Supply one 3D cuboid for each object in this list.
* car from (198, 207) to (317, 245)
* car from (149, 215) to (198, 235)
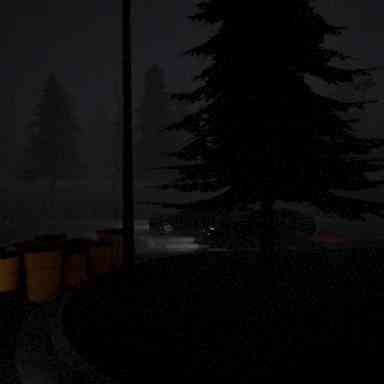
[{"bbox_3d":[2.928,1.419,14.594,4.892,1.490,1.837,0,0,-5],"label":"car"},{"bbox_3d":[0.208,1.399,17.849,5.008,1.535,1.882,0,0,-5],"label":"car"}]
